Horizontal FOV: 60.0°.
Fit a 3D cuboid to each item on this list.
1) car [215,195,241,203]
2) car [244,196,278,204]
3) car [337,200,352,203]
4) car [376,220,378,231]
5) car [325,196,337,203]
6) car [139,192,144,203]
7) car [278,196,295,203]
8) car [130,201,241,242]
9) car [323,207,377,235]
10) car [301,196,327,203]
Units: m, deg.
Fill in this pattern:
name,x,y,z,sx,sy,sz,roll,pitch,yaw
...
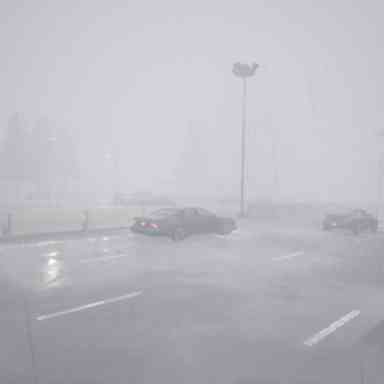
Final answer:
name,x,y,z,sx,sy,sz,roll,pitch,yaw
car,5.870,1.224,50.593,5.357,1.411,2.033,2,0,-44
car,10.177,1.340,49.889,4.902,1.511,2.128,2,0,-44
car,32.786,2.367,71.847,5.357,1.411,2.033,3,0,-44
car,10.975,1.680,16.277,4.892,1.490,1.837,1,1,-44
car,28.844,1.871,72.878,5.566,2.045,2.150,3,0,-44
car,-3.689,1.001,36.449,4.181,1.385,1.994,1,1,-44
car,17.376,1.612,61.725,4.892,1.490,1.837,1,1,-44
car,-0.181,1.346,15.154,5.357,1.411,2.033,1,1,-45
car,9.365,1.609,19.589,4.674,1.442,1.812,1,1,-44
car,22.241,1.867,61.573,5.357,1.411,2.033,2,0,-44
